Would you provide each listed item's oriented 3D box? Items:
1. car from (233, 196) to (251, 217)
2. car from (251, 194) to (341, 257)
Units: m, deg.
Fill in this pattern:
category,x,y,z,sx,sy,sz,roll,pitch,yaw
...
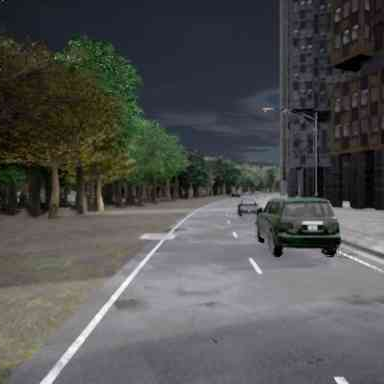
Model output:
category,x,y,z,sx,sy,sz,roll,pitch,yaw
car,5.192,1.456,31.138,2.128,1.511,4.902,0,0,5
car,3.934,1.224,13.206,2.150,2.045,5.566,0,0,2
